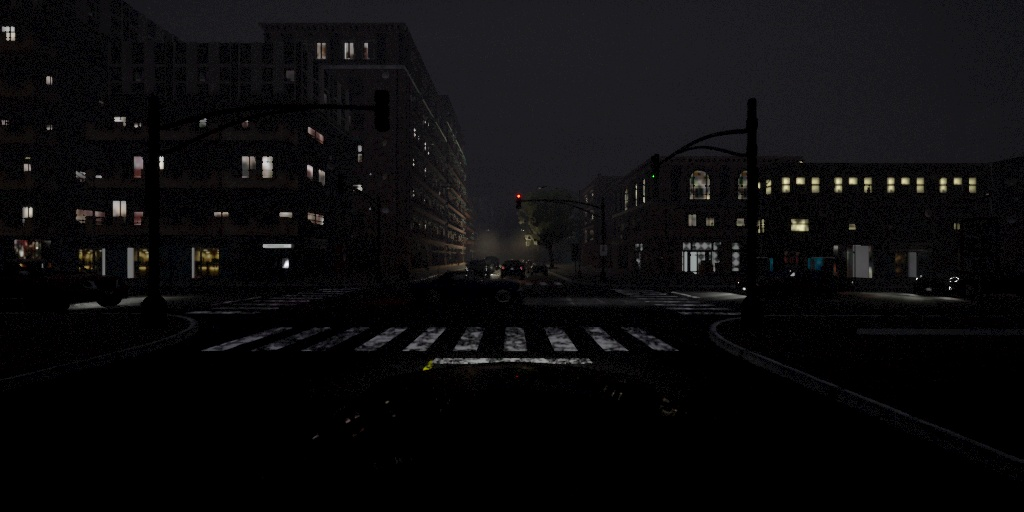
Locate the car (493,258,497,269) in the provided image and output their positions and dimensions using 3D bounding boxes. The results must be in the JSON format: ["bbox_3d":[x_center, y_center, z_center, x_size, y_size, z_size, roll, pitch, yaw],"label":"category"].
[{"bbox_3d":[-3.088,1.315,42.579,1.812,1.442,4.674,0,0,0],"label":"car"}]

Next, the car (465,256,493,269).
[{"bbox_3d":[-3.065,1.124,32.281,2.097,1.767,4.553,0,0,-1],"label":"car"}]

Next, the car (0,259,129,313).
[{"bbox_3d":[-17.273,1.014,13.106,5.009,1.841,2.192,0,0,0],"label":"car"}]

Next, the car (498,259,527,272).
[{"bbox_3d":[0.071,1.124,32.987,2.097,1.767,4.553,0,0,1],"label":"car"}]

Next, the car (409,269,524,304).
[{"bbox_3d":[-1.933,1.354,15.802,4.718,1.301,1.895,0,0,0],"label":"car"}]

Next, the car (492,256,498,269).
[{"bbox_3d":[-3.078,1.028,53.211,2.150,2.045,5.566,0,0,1],"label":"car"}]

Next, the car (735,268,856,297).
[{"bbox_3d":[15.028,1.372,19.117,5.357,1.411,2.033,0,0,0],"label":"car"}]

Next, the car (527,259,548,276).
[{"bbox_3d":[2.699,1.330,36.820,2.007,1.370,4.403,0,0,0],"label":"car"}]

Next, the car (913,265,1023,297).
[{"bbox_3d":[24.528,1.219,19.181,4.553,1.767,2.097,0,0,0],"label":"car"}]
